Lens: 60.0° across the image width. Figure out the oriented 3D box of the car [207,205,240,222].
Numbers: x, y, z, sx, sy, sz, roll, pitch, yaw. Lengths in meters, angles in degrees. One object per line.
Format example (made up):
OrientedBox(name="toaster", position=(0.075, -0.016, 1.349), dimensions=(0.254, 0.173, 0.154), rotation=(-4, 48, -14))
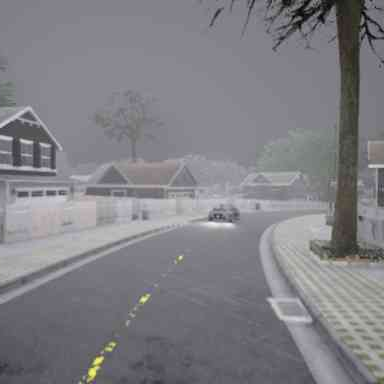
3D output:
OrientedBox(name="car", position=(2.754, 1.756, 28.082), dimensions=(1.994, 1.385, 4.181), rotation=(1, -1, 21))
